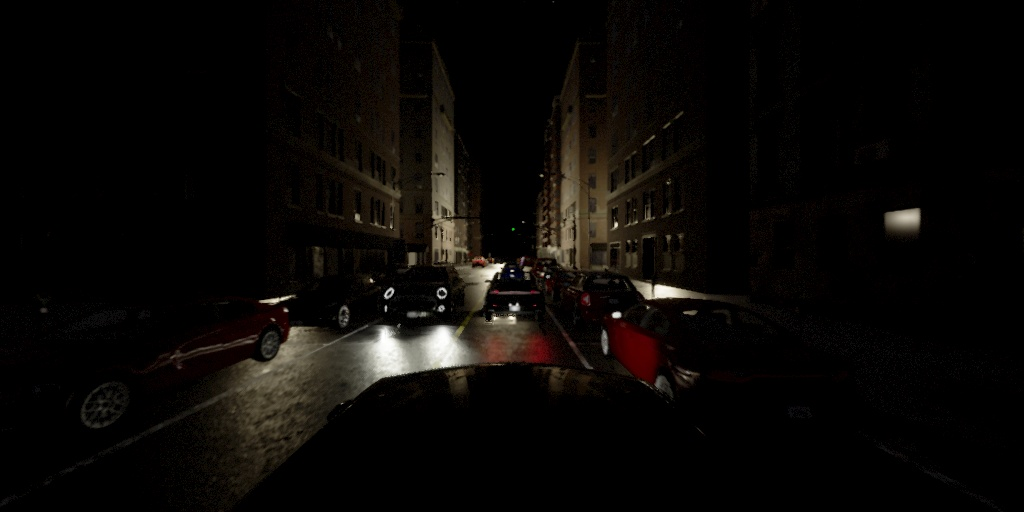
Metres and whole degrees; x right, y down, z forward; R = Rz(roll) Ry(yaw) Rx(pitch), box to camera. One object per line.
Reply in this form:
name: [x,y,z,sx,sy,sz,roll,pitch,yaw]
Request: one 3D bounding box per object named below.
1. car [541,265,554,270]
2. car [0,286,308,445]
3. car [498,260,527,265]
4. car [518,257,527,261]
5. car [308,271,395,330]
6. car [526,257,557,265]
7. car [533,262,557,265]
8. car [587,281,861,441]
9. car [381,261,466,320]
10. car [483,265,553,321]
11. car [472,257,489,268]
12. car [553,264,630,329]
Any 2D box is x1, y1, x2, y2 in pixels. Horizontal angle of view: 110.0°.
car: [2.594,1.297,16.879,1.888,1.381,4.507,0,0,0]
car: [-5.396,1.296,5.489,1.888,1.381,4.507,0,0,0]
car: [0.021,1.279,28.233,1.812,1.442,4.674,0,0,0]
car: [2.538,1.068,55.300,2.192,1.841,5.009,0,0,0]
car: [-5.414,1.318,11.171,1.948,1.339,4.313,0,0,0]
car: [2.559,1.067,28.243,2.192,1.841,5.009,0,0,0]
car: [2.576,1.302,22.561,2.007,1.370,4.403,0,0,0]
car: [2.629,1.295,5.514,1.888,1.381,4.507,0,0,0]
car: [-2.877,1.104,12.575,2.097,1.767,4.553,0,0,0]
car: [0.071,1.243,12.412,2.128,1.511,4.902,0,0,0]
car: [-5.598,1.070,60.777,2.192,1.841,5.009,0,0,0]
car: [2.611,1.191,11.197,1.967,1.591,4.097,0,0,0]
